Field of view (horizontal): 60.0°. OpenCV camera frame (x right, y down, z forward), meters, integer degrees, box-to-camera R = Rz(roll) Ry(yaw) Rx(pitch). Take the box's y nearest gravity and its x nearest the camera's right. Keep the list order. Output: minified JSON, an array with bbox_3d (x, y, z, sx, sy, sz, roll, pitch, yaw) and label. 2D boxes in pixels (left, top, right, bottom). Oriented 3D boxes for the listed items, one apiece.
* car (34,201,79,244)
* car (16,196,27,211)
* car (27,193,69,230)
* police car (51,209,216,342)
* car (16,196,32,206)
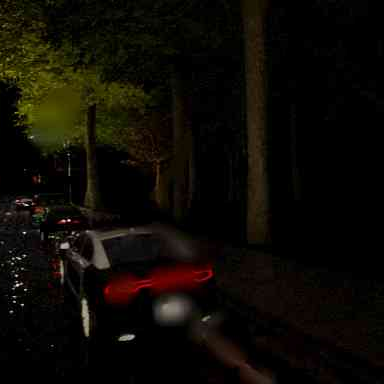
[{"bbox_3d":[-6.062,1.385,15.447,1.837,1.490,4.892,-2,1,-28],"label":"car"},{"bbox_3d":[-19.146,1.406,38.405,1.994,1.385,4.181,-2,1,-27],"label":"car"},{"bbox_3d":[-8.867,1.088,20.784,2.150,2.045,5.566,-2,1,-28],"label":"car"},{"bbox_3d":[-1.474,1.334,6.684,1.930,1.638,5.238,-2,1,-28],"label":"police car"},{"bbox_3d":[-26.543,1.363,52.448,2.033,1.411,5.357,-2,1,-28],"label":"car"}]
